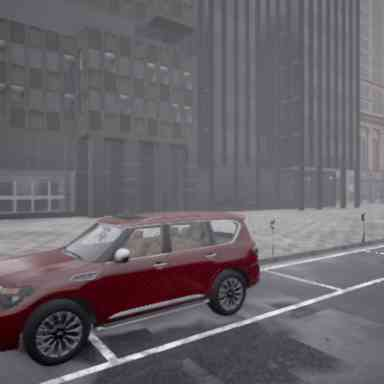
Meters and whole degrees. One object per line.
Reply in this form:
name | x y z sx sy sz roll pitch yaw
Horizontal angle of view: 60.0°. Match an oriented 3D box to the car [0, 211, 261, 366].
car | -0.939 1.317 5.981 5.009 1.841 2.192 0 0 -35
